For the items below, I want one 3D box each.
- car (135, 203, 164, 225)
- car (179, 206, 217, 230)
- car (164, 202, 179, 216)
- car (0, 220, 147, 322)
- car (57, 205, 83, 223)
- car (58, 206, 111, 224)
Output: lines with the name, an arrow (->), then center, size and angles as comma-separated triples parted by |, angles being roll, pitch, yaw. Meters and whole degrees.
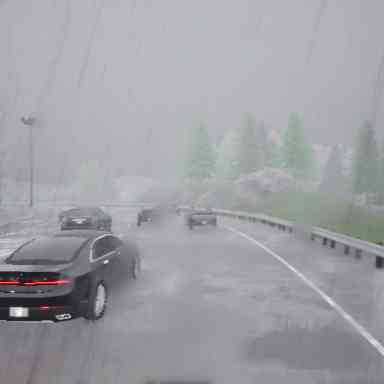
car -> -3.619, 1.867, 27.591 | 1.837, 1.490, 4.892 | 0, -1, -10
car -> 0.514, 1.751, 23.329 | 2.128, 1.511, 4.902 | -1, -1, -6
car -> -2.791, 1.974, 39.005 | 2.128, 1.511, 4.902 | -1, -1, -17
car -> -2.495, 1.624, 7.540 | 1.837, 1.490, 4.892 | 0, -1, 4
car -> -11.634, 2.040, 31.950 | 1.812, 1.442, 4.674 | 0, -1, -14
car -> -6.122, 1.657, 19.750 | 2.097, 1.767, 4.553 | -1, -1, -4
